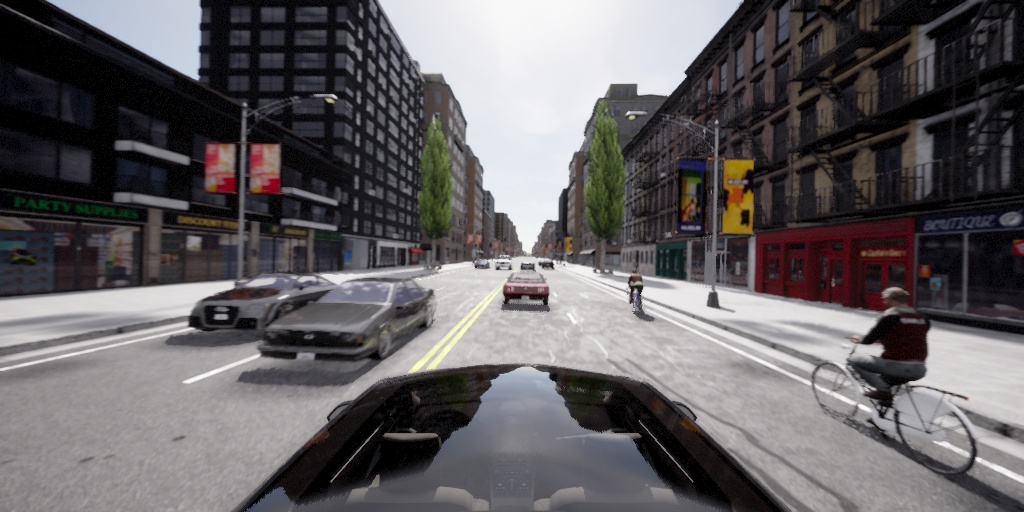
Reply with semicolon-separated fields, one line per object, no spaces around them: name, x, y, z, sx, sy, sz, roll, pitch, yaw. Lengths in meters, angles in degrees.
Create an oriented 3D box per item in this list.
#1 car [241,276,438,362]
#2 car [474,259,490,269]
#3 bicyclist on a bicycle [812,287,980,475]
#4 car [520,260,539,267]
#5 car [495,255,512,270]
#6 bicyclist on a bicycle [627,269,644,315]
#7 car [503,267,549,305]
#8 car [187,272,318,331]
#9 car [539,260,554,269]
car;-3.166;1.219;8.380;2.033;1.411;5.357;1;0;3
car;-4.346;1.173;52.935;2.033;1.411;5.357;1;0;3
bicyclist on a bicycle;4.145;1.221;4.083;0.659;1.776;1.843;1;0;3
car;2.023;1.276;46.465;2.128;1.511;4.902;1;0;3
car;-1.158;0.927;51.532;2.150;2.045;5.566;1;0;3
bicyclist on a bicycle;4.558;1.312;13.254;0.582;1.620;1.656;1;0;3
car;0.652;1.364;16.393;1.895;1.301;4.718;1;0;3
car;-6.345;1.158;9.921;1.994;1.385;4.181;1;0;3
car;5.855;1.349;59.259;1.882;1.535;5.008;1;0;2
